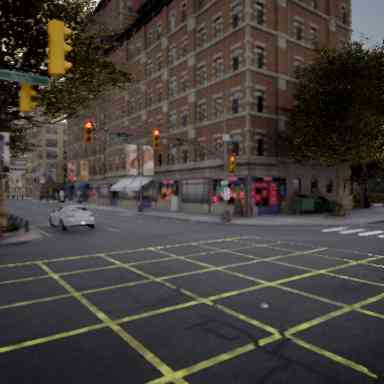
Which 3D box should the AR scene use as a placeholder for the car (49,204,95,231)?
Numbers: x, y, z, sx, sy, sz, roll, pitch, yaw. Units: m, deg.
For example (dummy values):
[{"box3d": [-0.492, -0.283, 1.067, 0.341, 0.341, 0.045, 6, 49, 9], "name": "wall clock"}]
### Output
[{"box3d": [-7.396, 1.484, 20.440, 1.812, 1.442, 4.674, 0, 0, -35], "name": "car"}]
